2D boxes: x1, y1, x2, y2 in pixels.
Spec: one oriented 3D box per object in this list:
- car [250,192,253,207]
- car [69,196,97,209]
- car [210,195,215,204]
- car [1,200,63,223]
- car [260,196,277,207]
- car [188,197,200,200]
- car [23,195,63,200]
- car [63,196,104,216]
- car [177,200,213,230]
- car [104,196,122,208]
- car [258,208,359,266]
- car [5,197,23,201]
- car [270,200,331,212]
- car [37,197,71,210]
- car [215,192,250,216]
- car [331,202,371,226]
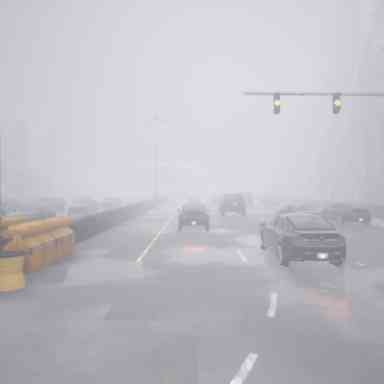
[{"bbox_3d":[7.297,0.978,47.478,2.150,2.045,5.566,0,1,0],"label":"car"},{"bbox_3d":[-13.841,1.317,42.563,1.837,1.490,4.892,0,1,0],"label":"car"},{"bbox_3d":[3.821,1.200,50.762,2.128,1.511,4.902,0,1,0],"label":"car"},{"bbox_3d":[-10.496,1.485,21.900,1.812,1.442,4.674,0,0,0],"label":"car"},{"bbox_3d":[10.788,1.319,46.357,2.033,1.411,5.357,0,1,0],"label":"car"},{"bbox_3d":[0.273,1.340,44.426,2.033,1.411,5.357,0,1,0],"label":"car"},{"bbox_3d":[-13.921,1.264,32.166,2.097,1.767,4.553,0,0,0],"label":"car"},{"bbox_3d":[-10.420,1.389,32.301,1.882,1.535,5.008,0,0,0],"label":"car"},{"bbox_3d":[0.112,1.471,21.009,1.837,1.490,4.892,0,0,0],"label":"car"},{"bbox_3d":[-10.340,1.288,42.732,1.882,1.535,5.008,0,1,0],"label":"car"},{"bbox_3d":[3.600,1.506,11.590,1.837,1.490,4.892,0,0,0],"label":"car"},{"bbox_3d":[-17.424,1.477,31.823,1.994,1.385,4.181,0,0,0],"label":"car"},{"bbox_3d":[7.117,1.509,22.541,2.033,1.411,5.357,0,0,0],"label":"car"},{"bbox_3d":[-17.344,1.363,42.181,2.033,1.411,5.357,0,1,0],"label":"car"},{"bbox_3d":[3.673,1.145,31.180,2.150,2.045,5.566,0,0,0],"label":"car"},{"bbox_3d":[10.625,1.465,23.293,1.837,1.490,4.892,0,0,0],"label":"car"}]
